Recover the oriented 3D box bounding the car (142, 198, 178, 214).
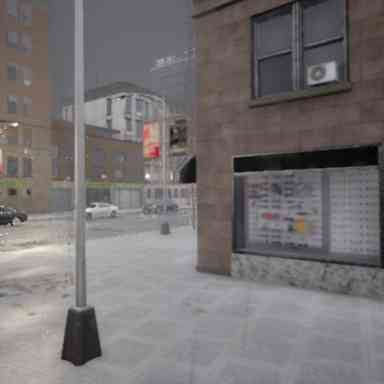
[{"bbox_3d":[-3.669,1.551,38.343,2.097,1.767,4.553,-1,0,35],"label":"car"}]

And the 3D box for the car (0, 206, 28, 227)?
[{"bbox_3d":[-14.208,1.765,23.389,1.837,1.490,4.892,-1,0,36],"label":"car"}]

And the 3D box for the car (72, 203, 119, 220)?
[{"bbox_3d":[-8.879,1.754,30.965,1.812,1.442,4.674,-1,0,35],"label":"car"}]

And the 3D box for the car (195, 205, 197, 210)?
[{"bbox_3d":[2.210,1.695,46.637,1.812,1.442,4.674,-1,0,35],"label":"car"}]
